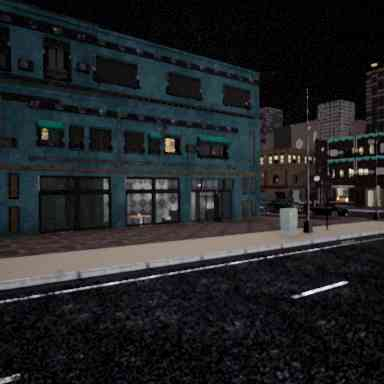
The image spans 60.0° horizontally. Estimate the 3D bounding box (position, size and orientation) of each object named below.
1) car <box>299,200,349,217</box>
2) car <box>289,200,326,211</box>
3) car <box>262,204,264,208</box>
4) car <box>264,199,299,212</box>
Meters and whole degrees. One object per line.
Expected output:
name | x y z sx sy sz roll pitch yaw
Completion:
car | 13.561 1.801 33.676 1.947 1.339 4.313 -2 0 -35
car | 15.677 1.794 45.398 2.008 1.369 4.403 -2 0 -35
car | 12.479 1.888 49.916 1.802 1.307 4.206 -2 0 -35
car | 11.616 1.642 41.129 2.097 1.767 4.553 -1 0 -35
